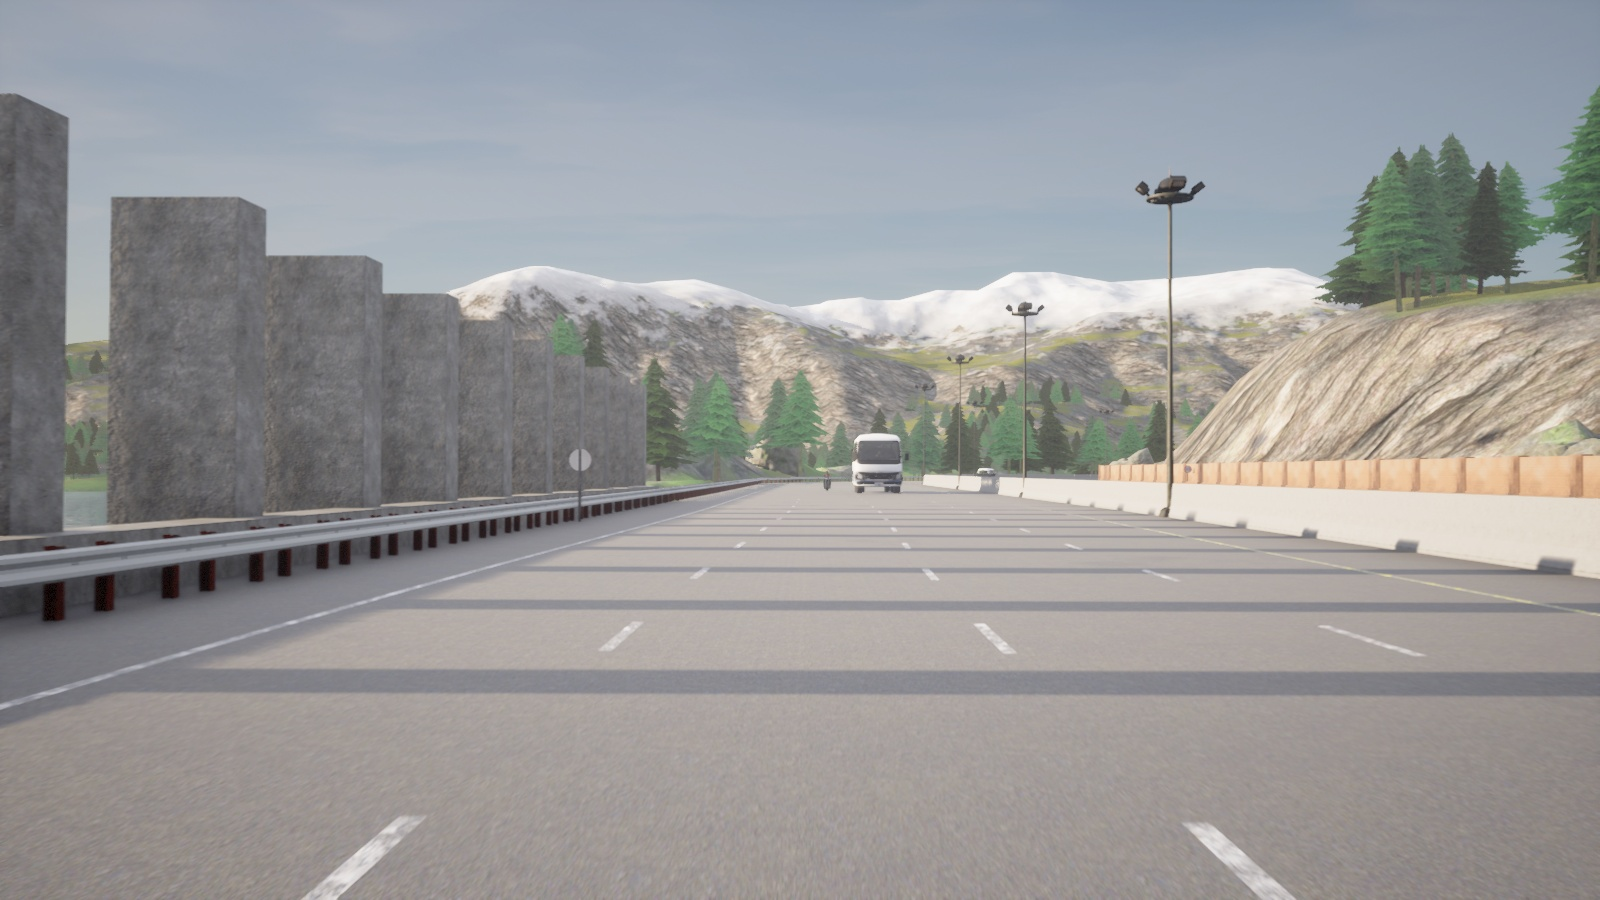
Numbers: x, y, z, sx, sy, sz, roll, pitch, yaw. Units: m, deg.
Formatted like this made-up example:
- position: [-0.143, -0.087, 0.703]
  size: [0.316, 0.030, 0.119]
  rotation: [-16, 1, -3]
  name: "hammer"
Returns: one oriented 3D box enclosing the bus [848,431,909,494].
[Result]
- position: [5.552, 0.939, 90.855]
  size: [3.944, 4.253, 10.273]
  rotation: [0, -1, 1]
  name: "bus"
